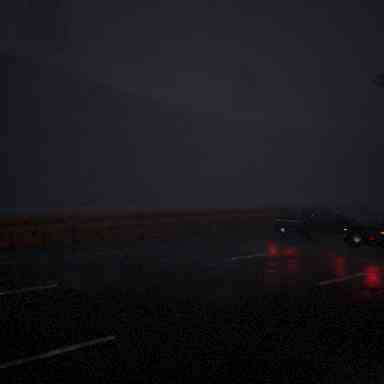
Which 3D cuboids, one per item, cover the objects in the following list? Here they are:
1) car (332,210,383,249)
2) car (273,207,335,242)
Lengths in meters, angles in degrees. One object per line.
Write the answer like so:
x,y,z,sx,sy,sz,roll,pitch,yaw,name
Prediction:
7.939,1.530,13.150,4.674,1.442,1.812,0,0,-30,car
6.170,1.492,16.170,4.902,1.511,2.128,0,0,-30,car
